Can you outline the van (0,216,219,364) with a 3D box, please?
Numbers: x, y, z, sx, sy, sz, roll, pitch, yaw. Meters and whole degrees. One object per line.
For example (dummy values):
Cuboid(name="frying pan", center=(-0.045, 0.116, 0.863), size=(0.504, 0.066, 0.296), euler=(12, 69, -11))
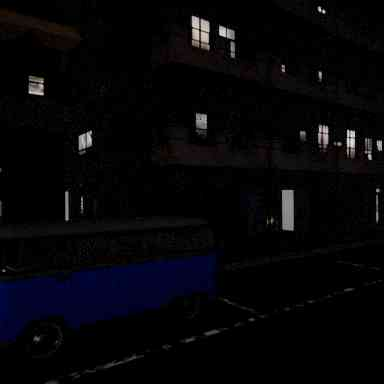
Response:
Cuboid(name="van", center=(-1.417, 1.341, 5.554), size=(3.998, 1.788, 1.690), euler=(0, 0, -35))
